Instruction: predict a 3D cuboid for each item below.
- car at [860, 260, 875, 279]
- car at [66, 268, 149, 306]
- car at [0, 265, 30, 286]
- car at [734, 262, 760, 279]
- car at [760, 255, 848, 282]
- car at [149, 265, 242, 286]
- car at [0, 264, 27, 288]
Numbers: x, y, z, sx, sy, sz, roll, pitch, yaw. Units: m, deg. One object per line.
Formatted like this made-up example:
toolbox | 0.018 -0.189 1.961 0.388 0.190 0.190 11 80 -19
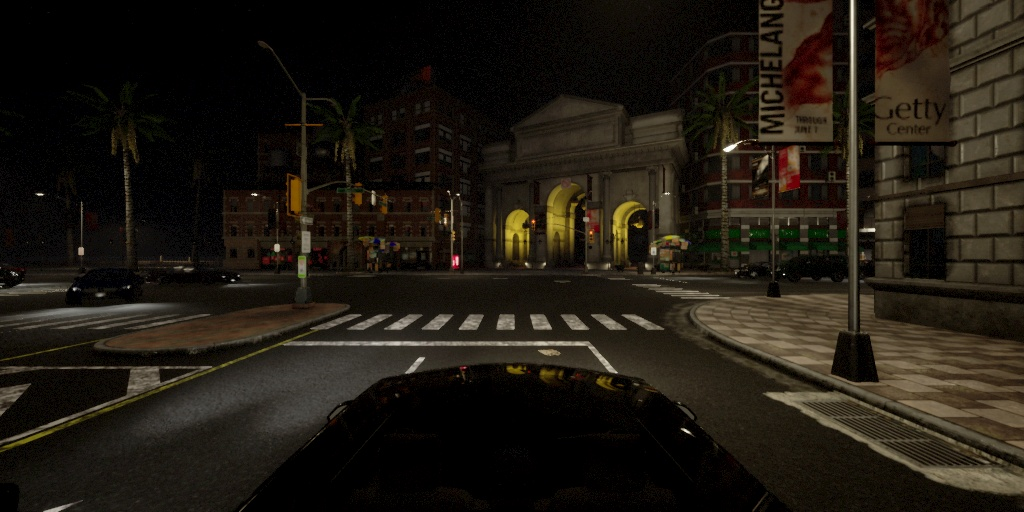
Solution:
car | 31.281 1.102 31.588 4.553 1.767 2.097 0 0 2
car | -17.905 1.276 16.026 1.812 1.442 4.674 1 -1 -41
car | -36.946 1.313 24.936 4.181 1.385 1.994 0 0 0
car | 22.305 1.242 31.751 4.902 1.511 2.128 0 0 0
car | 23.281 0.971 28.255 5.566 2.045 2.150 0 0 0
car | -21.983 1.298 24.842 5.357 1.411 2.033 0 0 0
car | -32.644 1.102 21.404 4.553 1.767 2.097 0 0 1
